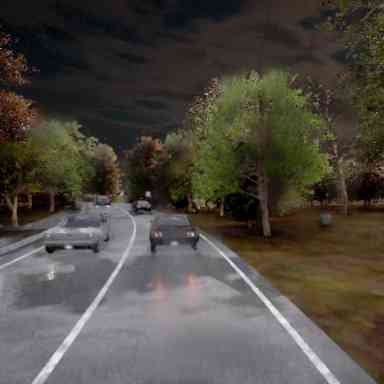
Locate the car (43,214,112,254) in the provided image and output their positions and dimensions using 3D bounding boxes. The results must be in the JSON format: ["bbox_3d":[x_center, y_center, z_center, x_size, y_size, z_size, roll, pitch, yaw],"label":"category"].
[{"bbox_3d":[-4.510,1.608,13.737,1.895,1.301,4.718,0,0,-7],"label":"car"}]

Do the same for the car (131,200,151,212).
[{"bbox_3d":[-5.968,1.596,38.887,2.033,1.411,5.357,1,0,-16],"label":"car"}]

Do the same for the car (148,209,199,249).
[{"bbox_3d":[-0.893,1.631,14.608,1.895,1.301,4.718,0,0,-6],"label":"car"}]

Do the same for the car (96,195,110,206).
[{"bbox_3d":[-14.465,1.297,53.909,2.097,1.767,4.553,1,0,-17],"label":"car"}]
